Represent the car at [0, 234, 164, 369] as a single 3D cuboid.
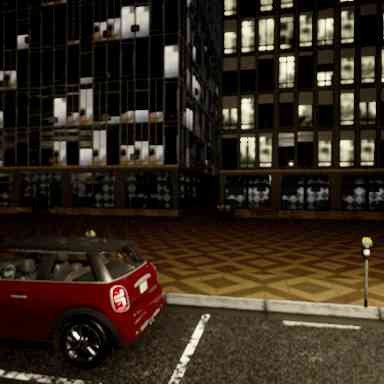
[{"bbox_3d":[-2.623,1.453,5.408,4.097,1.590,1.967,0,0,12],"label":"car"}]
